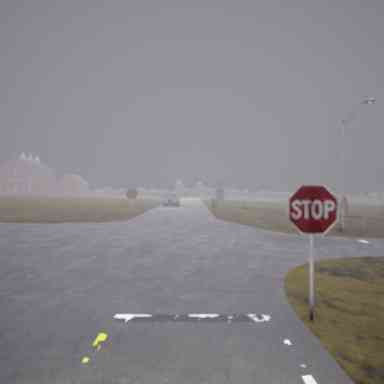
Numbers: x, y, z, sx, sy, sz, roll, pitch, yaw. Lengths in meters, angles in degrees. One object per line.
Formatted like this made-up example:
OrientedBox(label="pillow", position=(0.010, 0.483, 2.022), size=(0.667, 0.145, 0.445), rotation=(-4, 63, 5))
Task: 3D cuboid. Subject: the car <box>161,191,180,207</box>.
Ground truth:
OrientedBox(label="car", position=(-2.699, 0.998, 43.217), size=(2.150, 2.045, 5.566), rotation=(0, 2, 0))
